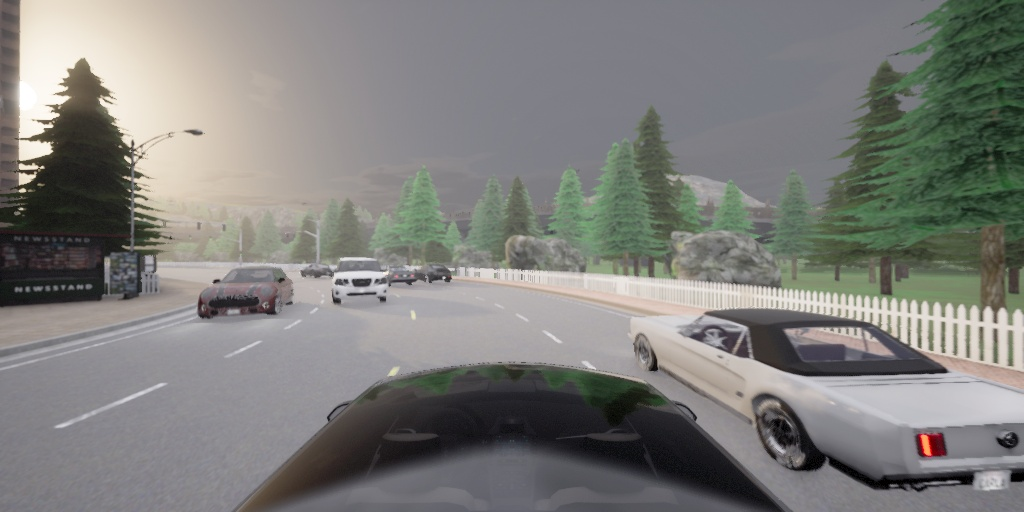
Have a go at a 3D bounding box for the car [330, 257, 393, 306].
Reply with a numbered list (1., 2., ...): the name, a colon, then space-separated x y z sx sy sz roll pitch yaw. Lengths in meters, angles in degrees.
1. car: -7.293 1.074 17.077 2.150 2.045 5.566 0 -1 -26

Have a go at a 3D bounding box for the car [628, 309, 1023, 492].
1. car: 3.322 1.367 4.833 1.895 1.301 4.718 0 0 -5

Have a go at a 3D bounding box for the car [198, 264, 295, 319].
1. car: -9.607 1.184 13.348 2.097 1.767 4.553 0 0 -23

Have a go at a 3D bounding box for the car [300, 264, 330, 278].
1. car: -20.008 1.515 36.924 4.674 1.442 1.812 0 0 38

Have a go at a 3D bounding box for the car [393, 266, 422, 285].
1. car: -9.017 1.463 26.877 2.033 1.411 5.357 0 -1 -39

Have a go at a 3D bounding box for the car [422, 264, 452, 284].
1. car: -6.657 1.433 29.186 1.837 1.490 4.892 1 -1 -38
